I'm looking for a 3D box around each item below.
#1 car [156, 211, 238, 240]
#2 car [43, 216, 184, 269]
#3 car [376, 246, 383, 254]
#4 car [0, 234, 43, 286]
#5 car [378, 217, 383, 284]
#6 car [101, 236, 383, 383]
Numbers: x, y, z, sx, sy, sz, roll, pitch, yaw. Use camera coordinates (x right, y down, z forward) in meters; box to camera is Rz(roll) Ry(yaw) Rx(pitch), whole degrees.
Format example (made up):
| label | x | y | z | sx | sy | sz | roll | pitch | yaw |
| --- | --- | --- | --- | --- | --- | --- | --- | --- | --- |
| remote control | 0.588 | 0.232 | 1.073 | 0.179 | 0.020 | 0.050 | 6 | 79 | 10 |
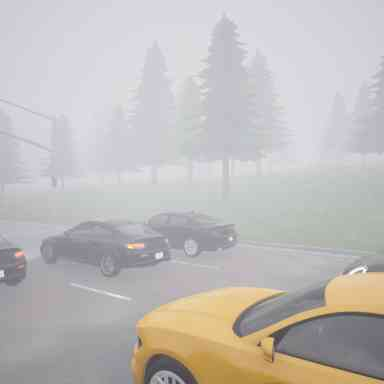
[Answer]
| label | x | y | z | sx | sy | sz | roll | pitch | yaw |
| --- | --- | --- | --- | --- | --- | --- | --- | --- | --- |
| car | -0.654 | 1.478 | 13.022 | 5.008 | 1.535 | 1.882 | 0 | 0 | 36 |
| car | -2.739 | 1.526 | 10.210 | 4.674 | 1.442 | 1.812 | 0 | 0 | 36 |
| car | 4.642 | 1.352 | 4.980 | 4.553 | 1.767 | 2.097 | 0 | 0 | 36 |
| car | -5.844 | 1.526 | 8.137 | 4.674 | 1.442 | 1.812 | 0 | 0 | 36 |
| car | 7.150 | 1.478 | 7.492 | 5.008 | 1.535 | 1.882 | 0 | 0 | 35 |
| car | 1.655 | 1.478 | 2.812 | 5.008 | 1.535 | 1.882 | 0 | 0 | 36 |
